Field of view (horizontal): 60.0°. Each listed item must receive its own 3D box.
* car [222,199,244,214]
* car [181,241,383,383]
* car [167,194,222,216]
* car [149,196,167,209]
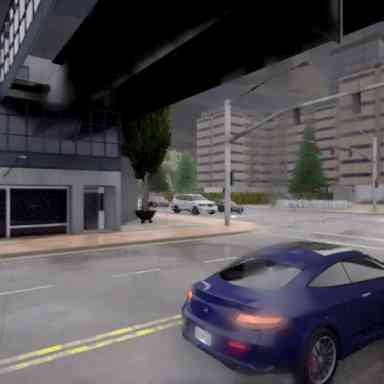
[{"bbox_3d":[3.326,1.490,34.637,1.837,1.490,4.892,0,0,-36],"label":"car"},{"bbox_3d":[2.014,1.523,5.234,4.674,1.442,1.812,0,0,-35],"label":"car"},{"bbox_3d":[0.124,1.209,33.089,2.150,2.045,5.566,0,0,-36],"label":"car"},{"bbox_3d":[-5.027,1.338,46.220,2.097,1.767,4.553,0,0,-36],"label":"car"}]
